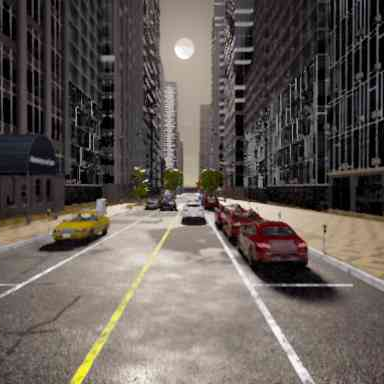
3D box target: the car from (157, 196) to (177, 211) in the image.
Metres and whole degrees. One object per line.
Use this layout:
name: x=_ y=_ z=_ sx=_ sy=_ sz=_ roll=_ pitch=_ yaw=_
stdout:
car: x=-2.828 y=1.592 z=40.941 sx=1.994 sy=1.385 sz=4.181 roll=0 pitch=0 yaw=0

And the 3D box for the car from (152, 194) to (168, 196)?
car: x=-5.314 y=1.354 z=50.571 sx=2.192 sy=1.841 sz=5.009 roll=-1 pitch=0 yaw=0

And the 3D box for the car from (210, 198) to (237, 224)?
car: x=2.528 y=1.453 z=22.354 sx=1.967 sy=1.590 sz=4.097 roll=-1 pitch=0 yaw=0

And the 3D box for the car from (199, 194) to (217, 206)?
car: x=2.532 y=1.347 z=44.950 sx=2.192 sy=1.841 sz=5.009 roll=-1 pitch=0 yaw=0

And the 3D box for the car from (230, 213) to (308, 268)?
car: x=2.526 y=1.587 z=11.056 sx=1.802 sy=1.307 sz=4.206 roll=-1 pitch=0 yaw=0

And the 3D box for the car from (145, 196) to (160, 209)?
car: x=-5.312 y=1.583 z=44.922 sx=2.008 sy=1.369 sz=4.403 roll=-1 pitch=0 yaw=0

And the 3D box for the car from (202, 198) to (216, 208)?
car: x=2.537 y=1.620 z=50.598 sx=1.802 sy=1.307 sz=4.206 roll=-1 pitch=0 yaw=0

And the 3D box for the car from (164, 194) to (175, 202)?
car: x=-5.306 y=1.389 z=78.814 sx=2.192 sy=1.841 sz=5.009 roll=-1 pitch=0 yaw=0

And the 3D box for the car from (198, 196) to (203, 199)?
car: x=0.111 y=1.595 z=44.106 sx=1.994 sy=1.385 sz=4.181 roll=0 pitch=0 yaw=0

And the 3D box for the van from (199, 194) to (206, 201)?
van: x=2.576 y=1.422 z=84.490 sx=1.690 sy=1.788 sz=3.998 roll=-1 pitch=0 yaw=0

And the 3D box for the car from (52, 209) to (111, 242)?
car: x=-5.320 y=1.535 z=16.510 sx=1.752 sy=1.417 sz=4.829 roll=-1 pitch=0 yaw=0

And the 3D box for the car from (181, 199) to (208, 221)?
car: x=0.108 y=1.542 z=27.413 sx=1.812 sy=1.442 sz=4.674 roll=0 pitch=0 yaw=0

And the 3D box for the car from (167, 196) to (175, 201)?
car: x=-5.301 y=1.626 z=84.462 sx=1.887 sy=1.381 sz=4.507 roll=-1 pitch=0 yaw=0

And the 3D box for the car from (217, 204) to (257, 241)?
car: x=2.527 y=1.554 z=16.705 sx=1.887 sy=1.381 sz=4.507 roll=-1 pitch=0 yaw=0

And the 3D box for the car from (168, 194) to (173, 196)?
car: x=-5.306 y=1.641 z=67.516 sx=1.802 sy=1.307 sz=4.206 roll=-1 pitch=0 yaw=0
